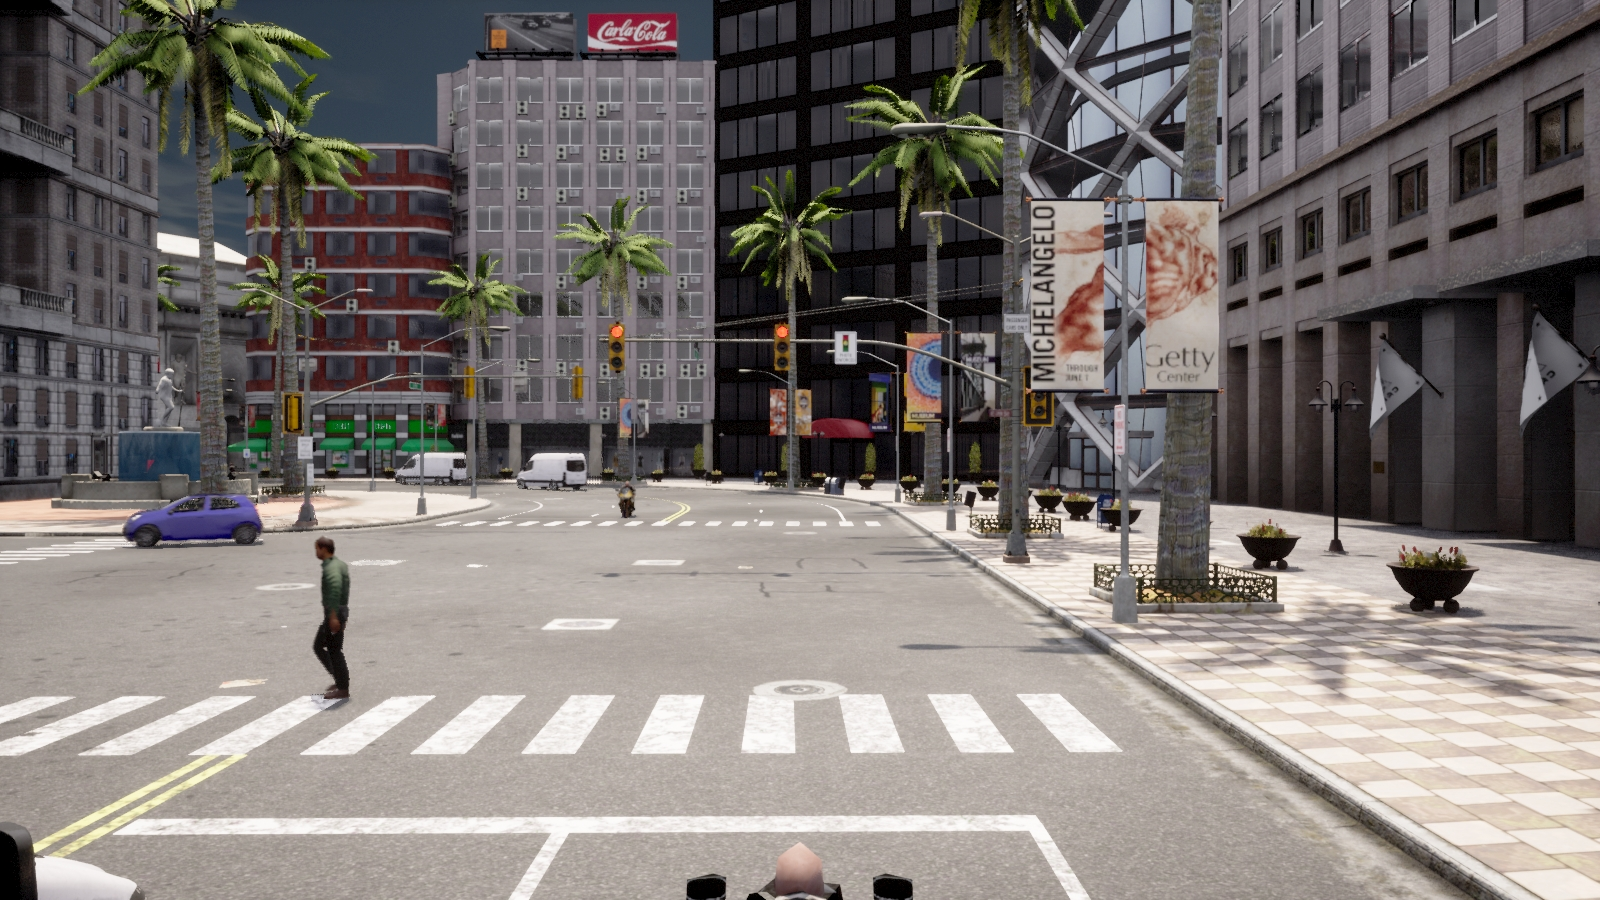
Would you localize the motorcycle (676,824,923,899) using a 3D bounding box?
[{"bbox_3d":[-0.001,2.203,3.717,0.867,1.251,2.209,0,0,0],"label":"motorcycle"}]

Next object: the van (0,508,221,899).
[{"bbox_3d":[-3.507,1.533,1.998,1.988,2.561,5.915,0,0,0],"label":"van"}]

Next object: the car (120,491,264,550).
[{"bbox_3d":[-17.718,2.024,33.472,3.633,1.501,1.845,0,1,-26],"label":"car"}]

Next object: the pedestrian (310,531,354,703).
[{"bbox_3d":[-5.207,1.843,12.720,0.375,1.860,0.375,0,0,-9],"label":"pedestrian"}]

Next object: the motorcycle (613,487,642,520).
[{"bbox_3d":[-7.071,2.186,46.909,0.867,1.251,2.209,0,0,-1],"label":"motorcycle"}]
